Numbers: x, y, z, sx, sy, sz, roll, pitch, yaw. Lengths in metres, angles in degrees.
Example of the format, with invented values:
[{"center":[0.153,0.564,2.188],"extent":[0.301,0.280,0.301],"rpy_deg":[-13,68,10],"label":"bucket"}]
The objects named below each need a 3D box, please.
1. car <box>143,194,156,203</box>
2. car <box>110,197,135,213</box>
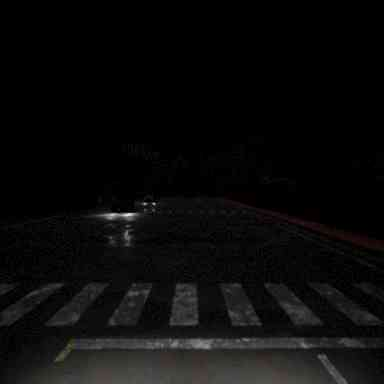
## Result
[{"center":[-7.304,1.136,57.919],"extent":[1.812,1.442,4.674],"rpy_deg":[0,1,-1],"label":"car"},{"center":[-6.881,1.330,33.392],"extent":[1.837,1.490,4.892],"rpy_deg":[0,2,-1],"label":"car"}]
